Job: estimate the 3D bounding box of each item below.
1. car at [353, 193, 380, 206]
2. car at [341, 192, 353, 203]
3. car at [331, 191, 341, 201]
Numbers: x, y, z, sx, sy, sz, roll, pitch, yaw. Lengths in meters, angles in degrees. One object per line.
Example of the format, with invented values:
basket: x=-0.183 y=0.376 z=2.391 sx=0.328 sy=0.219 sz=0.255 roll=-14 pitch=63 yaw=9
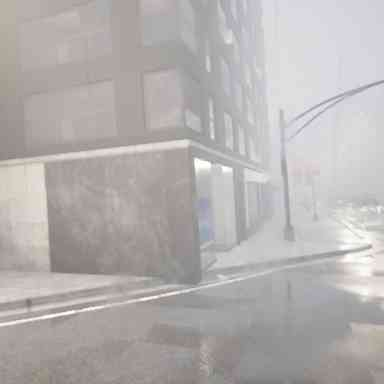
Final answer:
car: x=21.732 y=0.917 z=41.205 sx=1.837 sy=1.490 sz=4.892 roll=-4 pitch=-1 yaw=17
car: x=24.737 y=0.943 z=51.210 sx=1.994 sy=1.385 sz=4.181 roll=-4 pitch=-1 yaw=17
car: x=28.444 y=0.844 z=63.420 sx=2.128 sy=1.511 sz=4.902 roll=-4 pitch=-1 yaw=17
